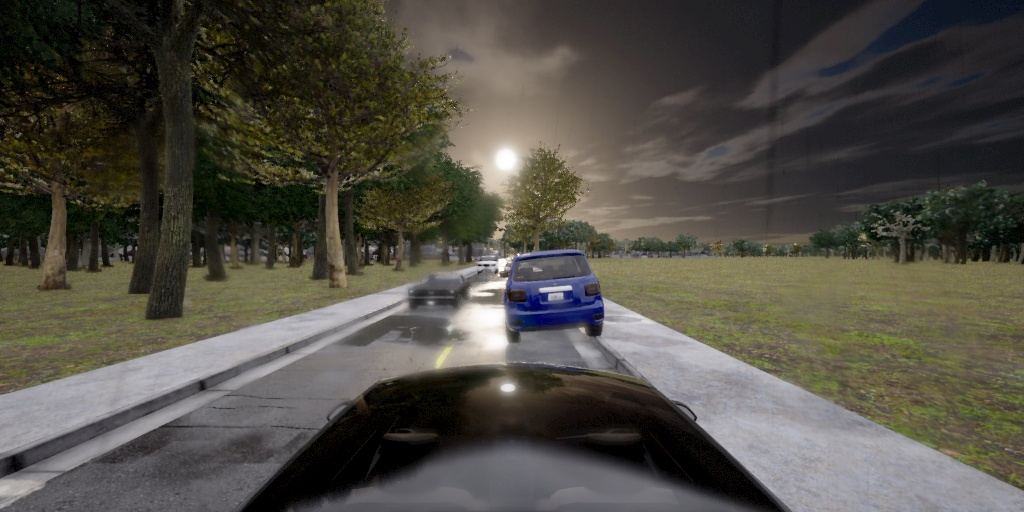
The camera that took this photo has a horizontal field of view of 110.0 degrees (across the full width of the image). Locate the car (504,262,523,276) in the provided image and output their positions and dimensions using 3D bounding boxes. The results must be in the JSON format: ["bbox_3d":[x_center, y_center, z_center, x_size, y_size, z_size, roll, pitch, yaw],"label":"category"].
[{"bbox_3d":[0.121,1.352,38.265,1.895,1.301,4.718,0,0,0],"label":"car"}]

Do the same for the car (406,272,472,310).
[{"bbox_3d":[-2.835,1.351,14.811,1.895,1.301,4.718,0,0,0],"label":"car"}]

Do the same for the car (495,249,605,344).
[{"bbox_3d":[0.882,0.897,9.771,2.150,2.045,5.566,-5,0,0],"label":"car"}]

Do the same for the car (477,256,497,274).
[{"bbox_3d":[-2.704,0.973,40.566,2.150,2.045,5.566,0,0,0],"label":"car"}]
